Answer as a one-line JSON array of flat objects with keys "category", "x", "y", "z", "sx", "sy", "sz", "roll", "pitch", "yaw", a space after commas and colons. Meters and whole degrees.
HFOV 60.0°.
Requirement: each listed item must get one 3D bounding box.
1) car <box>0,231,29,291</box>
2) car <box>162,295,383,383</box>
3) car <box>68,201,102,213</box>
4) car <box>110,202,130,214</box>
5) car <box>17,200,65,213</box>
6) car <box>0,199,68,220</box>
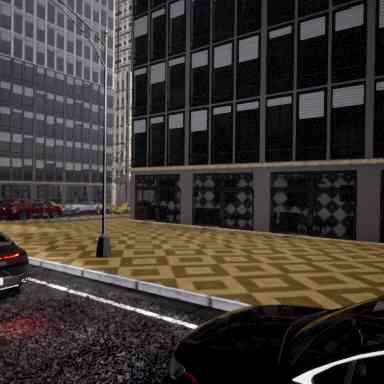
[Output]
[{"category": "car", "x": -5.742, "y": 1.500, "z": 7.811, "sx": 4.892, "sy": 1.490, "sz": 1.837, "roll": 0, "pitch": 0, "yaw": 36}, {"category": "car", "x": 1.974, "y": 1.505, "z": 2.267, "sx": 4.892, "sy": 1.490, "sz": 1.837, "roll": 0, "pitch": 0, "yaw": 36}, {"category": "car", "x": -13.181, "y": 1.795, "z": 40.699, "sx": 1.895, "sy": 1.301, "sz": 4.718, "roll": 1, "pitch": 0, "yaw": 37}, {"category": "car", "x": -7.341, "y": 1.830, "z": 38.862, "sx": 1.752, "sy": 1.417, "sz": 4.829, "roll": 1, "pitch": 0, "yaw": 37}, {"category": "car", "x": -17.636, "y": 1.643, "z": 39.063, "sx": 1.752, "sy": 1.417, "sz": 4.829, "roll": 1, "pitch": 0, "yaw": 37}, {"category": "car", "x": -14.173, "y": 1.520, "z": 29.675, "sx": 2.192, "sy": 1.841, "sz": 5.009, "roll": 1, "pitch": 0, "yaw": 37}]
